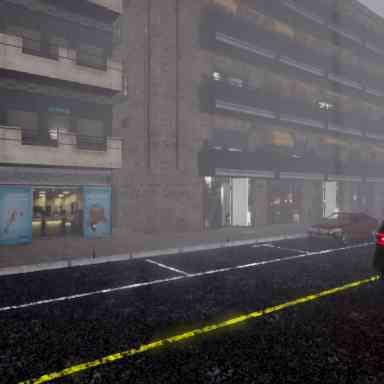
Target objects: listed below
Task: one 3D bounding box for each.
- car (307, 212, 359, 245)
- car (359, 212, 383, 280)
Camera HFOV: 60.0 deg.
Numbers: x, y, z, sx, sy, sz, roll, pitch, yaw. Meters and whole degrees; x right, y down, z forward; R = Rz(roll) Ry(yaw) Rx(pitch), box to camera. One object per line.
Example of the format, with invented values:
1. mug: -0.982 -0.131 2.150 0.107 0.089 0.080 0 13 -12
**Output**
1. car: 7.172 1.583 15.538 4.206 1.307 1.802 0 0 -35
2. car: 6.699 1.219 8.213 5.566 2.045 2.150 0 0 -36
